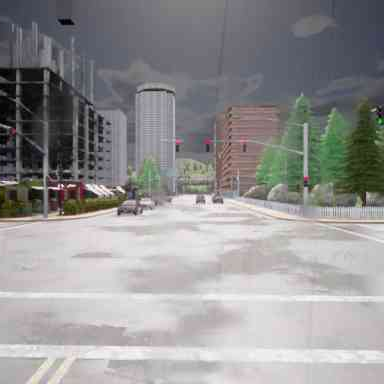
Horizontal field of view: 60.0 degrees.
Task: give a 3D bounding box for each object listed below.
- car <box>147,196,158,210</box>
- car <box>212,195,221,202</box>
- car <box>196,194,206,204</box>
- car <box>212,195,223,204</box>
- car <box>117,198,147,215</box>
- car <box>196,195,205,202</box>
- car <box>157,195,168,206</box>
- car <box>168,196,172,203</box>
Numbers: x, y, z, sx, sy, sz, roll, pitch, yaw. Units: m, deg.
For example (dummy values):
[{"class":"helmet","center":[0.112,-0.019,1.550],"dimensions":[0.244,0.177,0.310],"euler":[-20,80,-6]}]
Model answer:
[{"class":"car","center":[-5.938,1.530,43.340],"dimensions":[1.812,1.442,4.674],"euler":[0,0,2]},{"class":"car","center":[5.418,1.429,74.652],"dimensions":[1.895,1.301,4.718],"euler":[0,0,1]},{"class":"car","center":[1.697,1.608,65.522],"dimensions":[1.895,1.301,4.718],"euler":[0,0,1]},{"class":"car","center":[5.204,1.533,65.756],"dimensions":[1.812,1.442,4.674],"euler":[0,0,1]},{"class":"car","center":[-6.189,1.529,33.707],"dimensions":[1.812,1.442,4.674],"euler":[0,0,2]},{"class":"car","center":[1.918,1.334,74.707],"dimensions":[1.837,1.490,4.892],"euler":[0,0,1]},{"class":"car","center":[-5.671,1.358,54.048],"dimensions":[2.097,1.767,4.553],"euler":[0,0,2]},{"class":"car","center":[-5.220,1.577,69.144],"dimensions":[1.994,1.385,4.181],"euler":[0,0,2]}]
